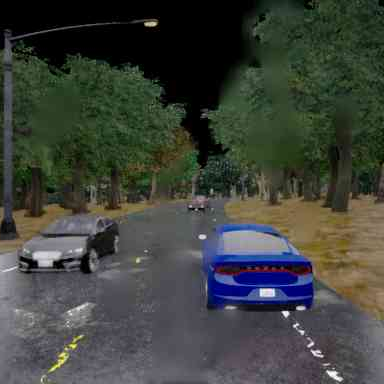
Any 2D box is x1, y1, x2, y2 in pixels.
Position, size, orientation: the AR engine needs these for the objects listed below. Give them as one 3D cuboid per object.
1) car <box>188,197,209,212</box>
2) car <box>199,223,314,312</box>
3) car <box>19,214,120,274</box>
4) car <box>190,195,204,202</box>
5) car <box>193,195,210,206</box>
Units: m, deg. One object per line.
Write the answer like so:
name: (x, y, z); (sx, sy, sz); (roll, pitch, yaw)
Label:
car: (0.618, 1.525, 36.988); (1.895, 1.301, 4.718); (0, 0, 4)
car: (1.216, 1.476, 7.856); (1.882, 1.535, 5.008); (0, 0, 0)
car: (-3.602, 1.488, 10.631); (2.128, 1.511, 4.902); (0, 0, 0)
car: (1.144, 1.300, 69.453); (2.033, 1.411, 5.357); (0, 0, 11)
car: (1.343, 1.222, 46.975); (2.097, 1.767, 4.553); (0, 0, 7)
